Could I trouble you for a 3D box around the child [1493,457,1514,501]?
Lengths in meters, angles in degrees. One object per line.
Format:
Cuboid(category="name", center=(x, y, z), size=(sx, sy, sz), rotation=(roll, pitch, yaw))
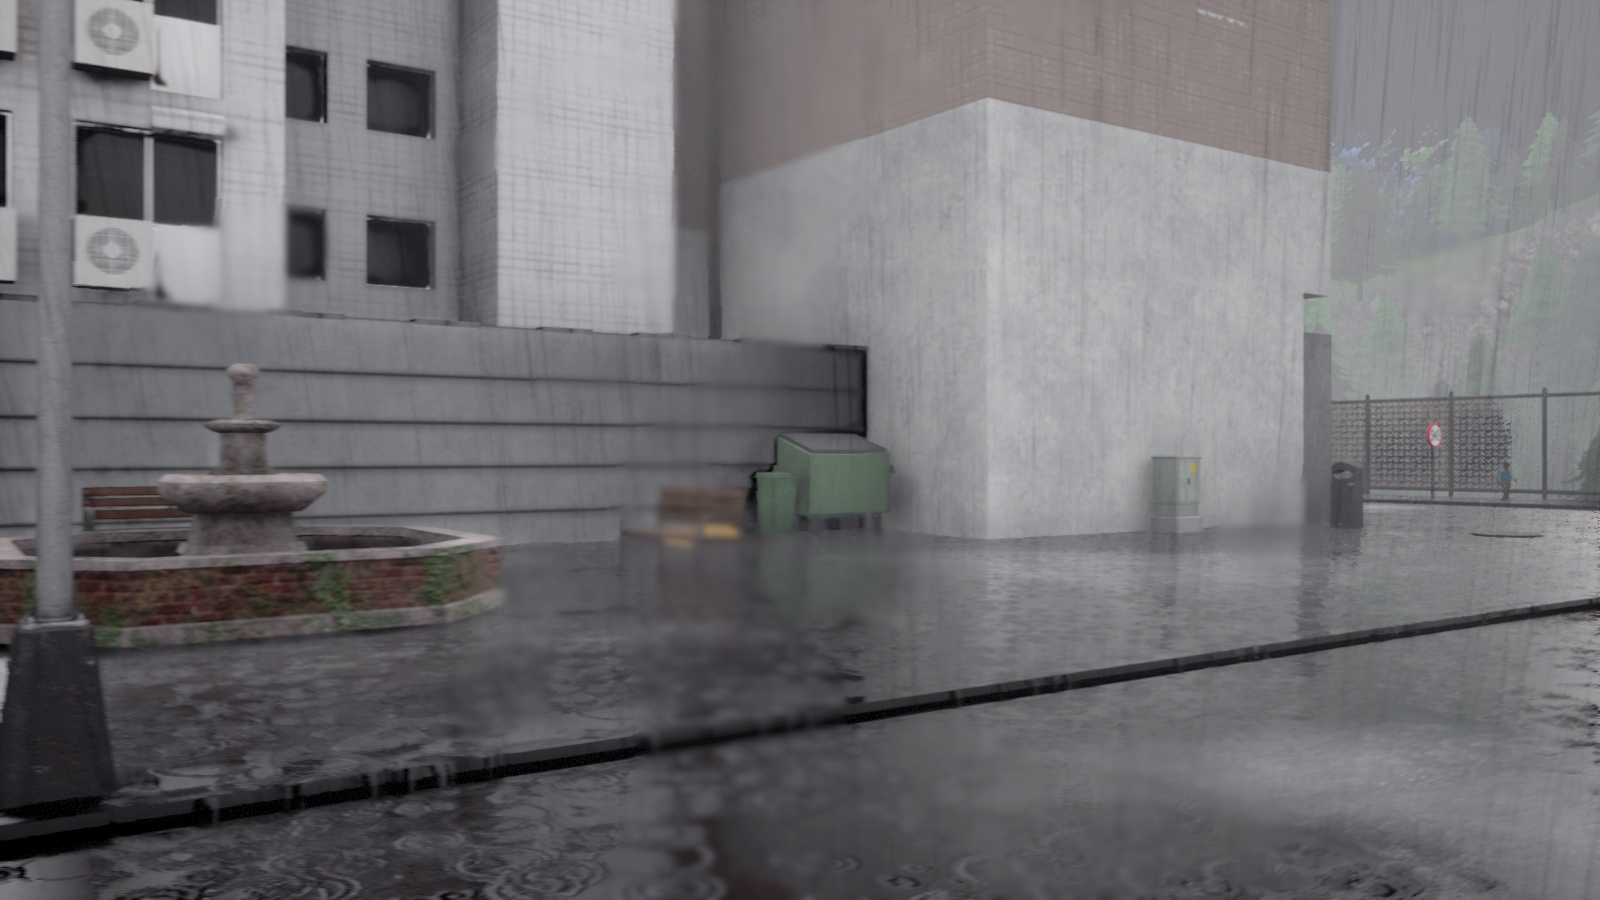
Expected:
Cuboid(category="child", center=(19.396, 0.802, 34.618), size=(0.343, 1.192, 0.448), rotation=(0, 0, 5))
